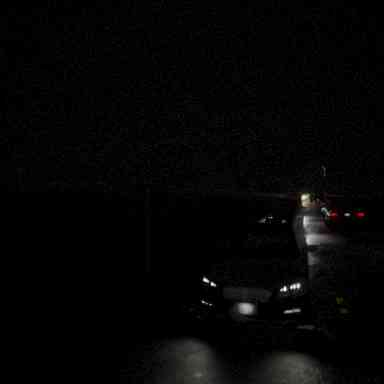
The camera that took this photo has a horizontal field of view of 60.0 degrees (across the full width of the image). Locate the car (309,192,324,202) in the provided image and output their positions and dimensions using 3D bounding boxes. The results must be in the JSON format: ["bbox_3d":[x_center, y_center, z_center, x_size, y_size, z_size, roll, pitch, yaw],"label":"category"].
[{"bbox_3d":[17.055,0.651,45.380,1.895,1.301,4.718,-1,1,18],"label":"car"}]

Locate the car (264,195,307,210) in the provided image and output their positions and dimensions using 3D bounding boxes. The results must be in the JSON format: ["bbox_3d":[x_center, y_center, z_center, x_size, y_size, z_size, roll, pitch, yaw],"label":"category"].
[{"bbox_3d":[5.265,1.158,18.613,1.837,1.490,4.892,-1,0,18],"label":"car"}]

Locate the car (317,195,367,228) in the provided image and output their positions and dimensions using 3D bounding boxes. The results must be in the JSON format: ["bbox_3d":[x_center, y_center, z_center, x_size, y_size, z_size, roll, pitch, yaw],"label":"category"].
[{"bbox_3d":[8.354,1.119,18.583,2.033,1.411,5.357,-1,1,18],"label":"car"}]

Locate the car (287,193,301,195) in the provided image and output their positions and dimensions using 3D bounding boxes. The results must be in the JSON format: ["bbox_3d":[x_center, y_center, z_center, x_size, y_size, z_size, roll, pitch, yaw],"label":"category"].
[{"bbox_3d":[8.537,1.042,28.672,1.895,1.301,4.718,-1,1,18],"label":"car"}]

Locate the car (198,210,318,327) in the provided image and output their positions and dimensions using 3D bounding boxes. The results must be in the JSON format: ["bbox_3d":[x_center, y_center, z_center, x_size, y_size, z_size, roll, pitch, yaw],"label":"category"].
[{"bbox_3d":[1.557,1.384,7.170,2.128,1.511,4.902,-1,1,19],"label":"car"}]
